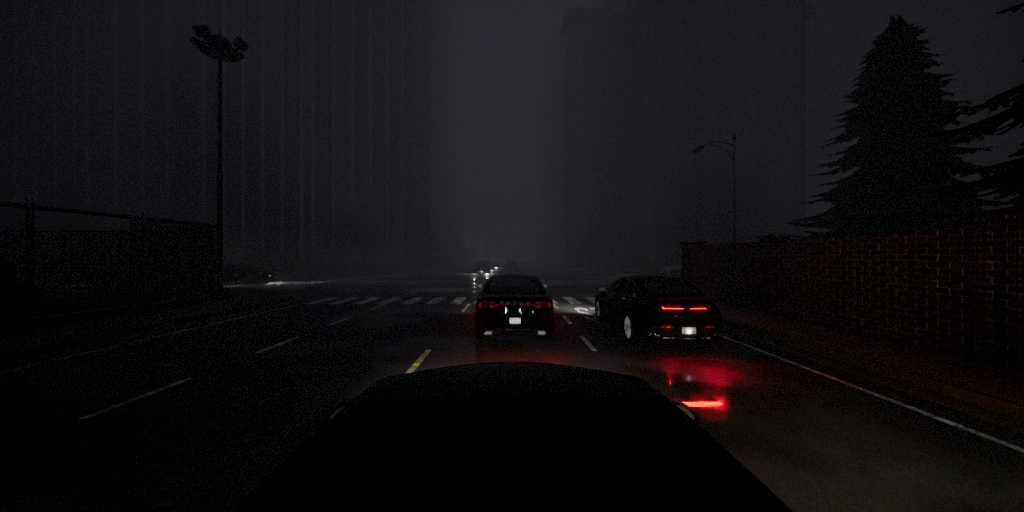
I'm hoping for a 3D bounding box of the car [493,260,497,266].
[{"bbox_3d":[-3.697,1.275,54.274,1.812,1.442,4.674,0,0,0],"label":"car"}]

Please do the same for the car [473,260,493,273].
[{"bbox_3d":[-3.679,1.276,44.107,1.812,1.442,4.674,0,0,0],"label":"car"}]

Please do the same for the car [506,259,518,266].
[{"bbox_3d":[-0.020,1.227,58.361,1.882,1.535,5.008,0,0,0],"label":"car"}]

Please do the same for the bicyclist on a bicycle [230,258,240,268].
[{"bbox_3d":[-29.244,0.995,37.948,0.582,1.620,1.656,0,0,0],"label":"bicyclist on a bicycle"}]

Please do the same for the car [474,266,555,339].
[{"bbox_3d":[0.036,1.228,10.149,1.882,1.535,5.008,0,0,-1],"label":"car"}]

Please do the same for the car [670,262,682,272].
[{"bbox_3d":[16.260,1.198,29.867,4.892,1.490,1.837,0,0,-1],"label":"car"}]

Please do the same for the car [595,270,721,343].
[{"bbox_3d":[3.563,1.255,9.632,1.837,1.490,4.892,0,0,0],"label":"car"}]

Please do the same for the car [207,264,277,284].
[{"bbox_3d":[-19.572,1.259,26.000,4.181,1.385,1.994,0,0,0],"label":"car"}]

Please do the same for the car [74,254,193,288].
[{"bbox_3d":[-23.218,0.916,22.486,5.566,2.045,2.150,0,0,0],"label":"car"}]

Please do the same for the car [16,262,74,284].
[{"bbox_3d":[-32.645,1.172,25.953,5.008,1.535,1.882,0,0,0],"label":"car"}]

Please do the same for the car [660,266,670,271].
[{"bbox_3d":[16.232,1.220,33.361,4.674,1.442,1.812,0,0,0],"label":"car"}]
